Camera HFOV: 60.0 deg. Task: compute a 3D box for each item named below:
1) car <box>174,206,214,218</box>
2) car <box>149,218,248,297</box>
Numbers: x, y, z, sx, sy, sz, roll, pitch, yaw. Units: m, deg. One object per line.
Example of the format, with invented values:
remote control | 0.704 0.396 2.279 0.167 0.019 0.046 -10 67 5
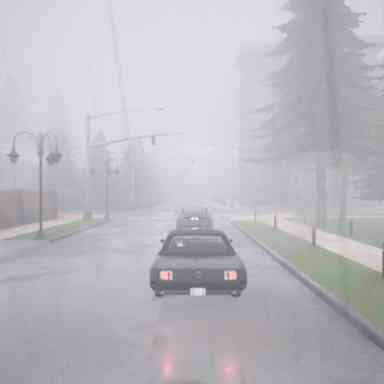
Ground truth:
car | 0.127 1.489 17.751 1.837 1.490 4.892 0 0 0
car | 0.117 1.593 8.489 1.895 1.301 4.718 0 0 0
